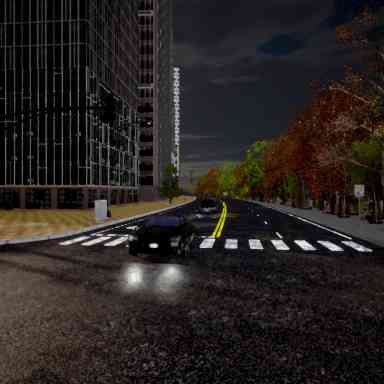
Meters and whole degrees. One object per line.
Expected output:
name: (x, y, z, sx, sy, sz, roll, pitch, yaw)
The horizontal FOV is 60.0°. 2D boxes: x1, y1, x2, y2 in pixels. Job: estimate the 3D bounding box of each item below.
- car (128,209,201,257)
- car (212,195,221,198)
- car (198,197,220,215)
car: (-0.993, 1.570, 12.868, 1.994, 1.385, 4.181, 0, 0, 8)
car: (4.655, 1.385, 65.447, 1.812, 1.442, 4.674, 0, 0, 4)
car: (1.702, 1.544, 34.632, 1.812, 1.442, 4.674, 0, 0, 6)
